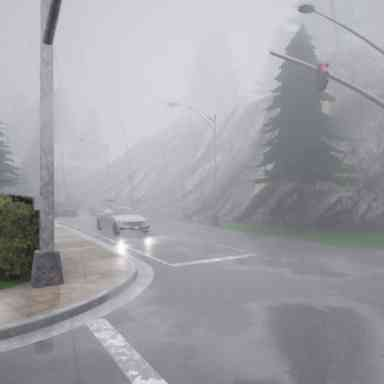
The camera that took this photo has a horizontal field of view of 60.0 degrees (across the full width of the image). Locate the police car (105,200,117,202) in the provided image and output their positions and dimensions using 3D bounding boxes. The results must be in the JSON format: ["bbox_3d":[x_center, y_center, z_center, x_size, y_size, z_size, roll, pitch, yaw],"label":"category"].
[{"bbox_3d":[-7.216,1.508,28.986,2.038,1.542,4.974,-1,0,-41],"label":"police car"}]

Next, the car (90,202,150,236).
[{"bbox_3d":[-4.048,1.525,18.857,1.812,1.442,4.674,0,0,-33],"label":"car"}]

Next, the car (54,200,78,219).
[{"bbox_3d":[-11.699,1.501,29.130,1.837,1.490,4.892,0,1,-43],"label":"car"}]
